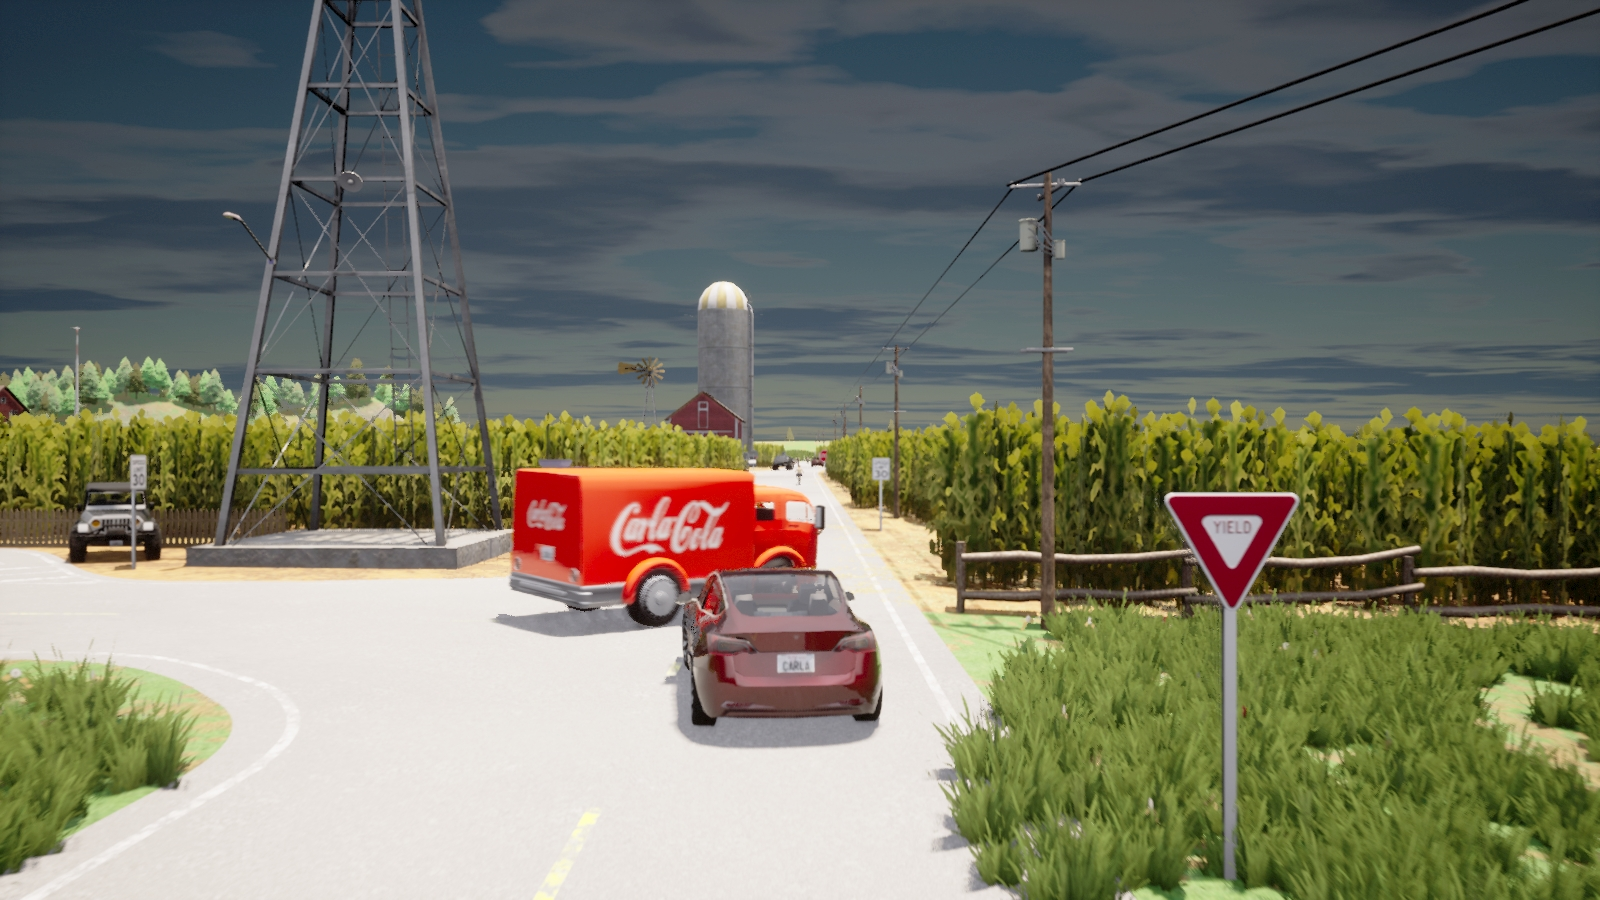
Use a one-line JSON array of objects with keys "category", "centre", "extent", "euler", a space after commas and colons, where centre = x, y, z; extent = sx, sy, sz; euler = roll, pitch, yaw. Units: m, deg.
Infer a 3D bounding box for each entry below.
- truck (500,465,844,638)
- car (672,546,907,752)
[{"category": "truck", "centre": [-2.087, 1.554, 19.511], "extent": [5.204, 2.467, 2.627], "euler": [1, 0, -41]}, {"category": "car", "centre": [-0.354, 2.061, 13.137], "extent": [2.163, 1.488, 4.792], "euler": [0, 0, -7]}]
